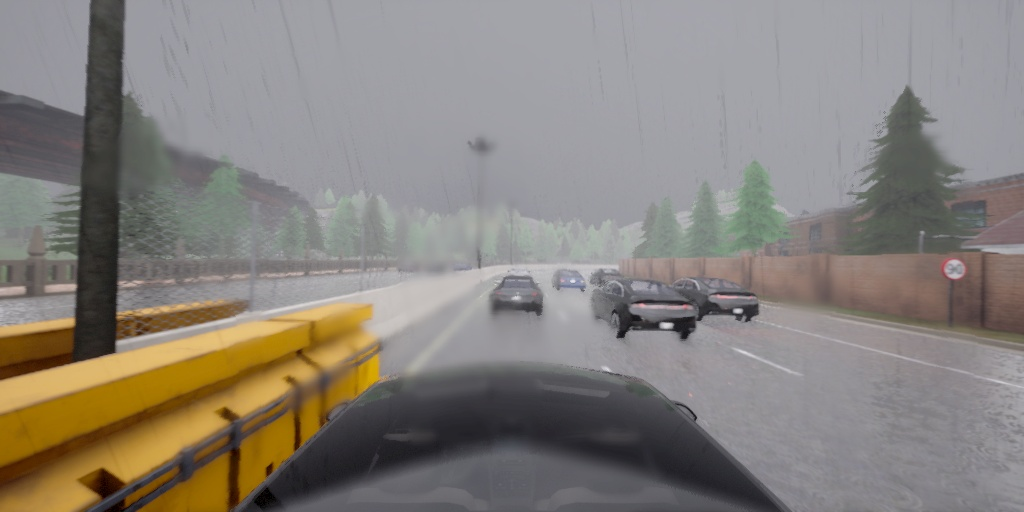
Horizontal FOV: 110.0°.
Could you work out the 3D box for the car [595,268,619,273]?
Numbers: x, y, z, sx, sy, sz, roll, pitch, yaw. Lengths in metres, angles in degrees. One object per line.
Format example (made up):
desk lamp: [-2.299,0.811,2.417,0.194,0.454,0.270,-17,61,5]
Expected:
car: [7.524,1.741,28.813,2.128,1.511,4.902,1,-1,2]

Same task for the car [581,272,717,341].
car: [3.637,1.434,10.717,2.128,1.511,4.902,1,-1,2]

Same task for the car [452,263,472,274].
car: [-6.172,1.591,44.627,1.882,1.535,5.008,1,-1,3]

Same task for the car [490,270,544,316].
car: [0.234,1.469,14.353,1.994,1.385,4.181,1,-1,1]

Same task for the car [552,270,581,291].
car: [3.924,1.668,25.156,2.033,1.411,5.357,1,-1,2]

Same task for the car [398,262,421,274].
car: [-13.082,1.498,46.435,1.812,1.442,4.674,1,-1,4]

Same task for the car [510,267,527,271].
car: [0.549,1.623,29.935,1.812,1.442,4.674,1,-1,1]

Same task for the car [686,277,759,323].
car: [7.221,1.555,13.769,2.128,1.511,4.902,1,-1,2]

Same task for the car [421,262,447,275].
car: [-9.597,1.553,45.746,1.837,1.490,4.892,1,-1,3]
